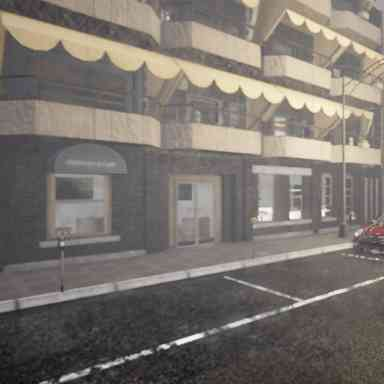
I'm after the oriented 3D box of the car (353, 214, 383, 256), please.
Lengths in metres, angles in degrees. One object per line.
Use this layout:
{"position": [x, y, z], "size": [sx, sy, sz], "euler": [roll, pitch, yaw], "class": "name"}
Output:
{"position": [7.578, 1.413, 11.968], "size": [4.097, 1.590, 1.967], "euler": [0, 0, -36], "class": "car"}
